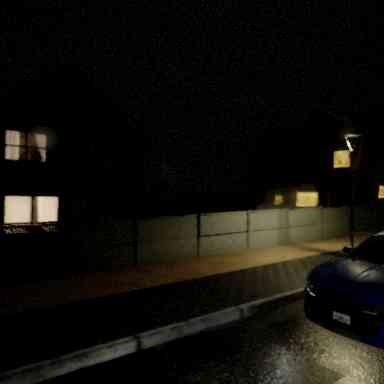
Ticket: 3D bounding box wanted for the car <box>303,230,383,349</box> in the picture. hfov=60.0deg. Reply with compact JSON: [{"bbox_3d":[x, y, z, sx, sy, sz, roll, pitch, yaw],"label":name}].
[{"bbox_3d":[4.062,1.426,5.972,5.008,1.535,1.882,0,0,-36],"label":"car"}]
